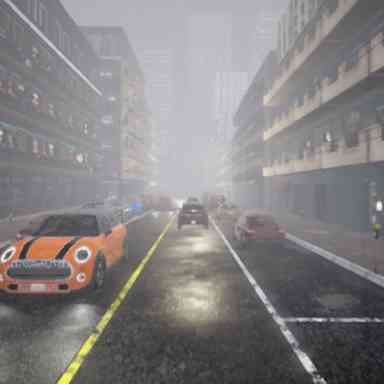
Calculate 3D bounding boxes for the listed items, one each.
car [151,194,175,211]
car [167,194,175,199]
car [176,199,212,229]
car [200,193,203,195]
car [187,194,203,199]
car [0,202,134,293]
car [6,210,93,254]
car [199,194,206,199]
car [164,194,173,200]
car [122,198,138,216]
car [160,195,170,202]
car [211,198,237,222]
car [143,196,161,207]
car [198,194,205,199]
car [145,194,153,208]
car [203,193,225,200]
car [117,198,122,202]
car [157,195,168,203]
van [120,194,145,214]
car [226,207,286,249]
[{"bbox_3d":[-3.099,1.311,37.675,1.882,1.535,5.008,0,0,0],"label":"car"},{"bbox_3d":[-5.719,1.148,92.302,2.008,1.369,4.403,-1,0,0],"label":"car"},{"bbox_3d":[0.084,1.413,20.935,1.837,1.490,4.892,0,1,0],"label":"car"},{"bbox_3d":[2.667,1.106,47.458,2.192,1.841,5.009,-1,0,0],"label":"car"},{"bbox_3d":[0.086,1.345,40.790,1.812,1.442,4.674,0,0,0],"label":"car"},{"bbox_3d":[-3.100,1.311,8.922,2.097,1.767,4.553,0,0,0],"label":"car"},{"bbox_3d":[-5.669,1.520,13.874,1.802,1.307,4.206,-1,0,0],"label":"car"},{"bbox_3d":[2.662,1.146,86.843,1.752,1.417,4.829,-1,0,0],"label":"car"},{"bbox_3d":[-5.717,1.196,81.098,2.008,1.369,4.403,-1,0,0],"label":"car"},{"bbox_3d":[-5.672,1.439,25.078,2.008,1.369,4.403,-1,0,0],"label":"car"},{"bbox_3d":[-5.714,1.276,69.894,1.802,1.307,4.206,-1,0,0],"label":"car"},{"bbox_3d":[2.675,1.413,25.221,1.752,1.417,4.829,-1,0,0],"label":"car"},{"bbox_3d":[-5.717,1.341,47.486,2.008,1.369,4.403,-1,0,0],"label":"car"},{"bbox_3d":[2.661,1.164,92.275,1.947,1.339,4.313,-1,0,0],"label":"car"},{"bbox_3d":[-5.702,1.130,41.883,2.192,1.841,5.009,-1,0,0],"label":"car"},{"bbox_3d":[2.670,1.155,36.254,2.192,1.841,5.009,-1,0,0],"label":"car"},{"bbox_3d":[-5.672,1.353,19.475,1.967,1.590,4.097,-1,0,0],"label":"car"},{"bbox_3d":[-5.713,1.300,64.292,1.802,1.307,4.206,-1,0,0],"label":"car"},{"bbox_3d":[-5.676,1.205,30.679,1.690,1.788,3.998,-1,0,0],"label":"van"},{"bbox_3d":[2.678,1.520,13.847,1.802,1.307,4.206,-1,0,0],"label":"car"}]
